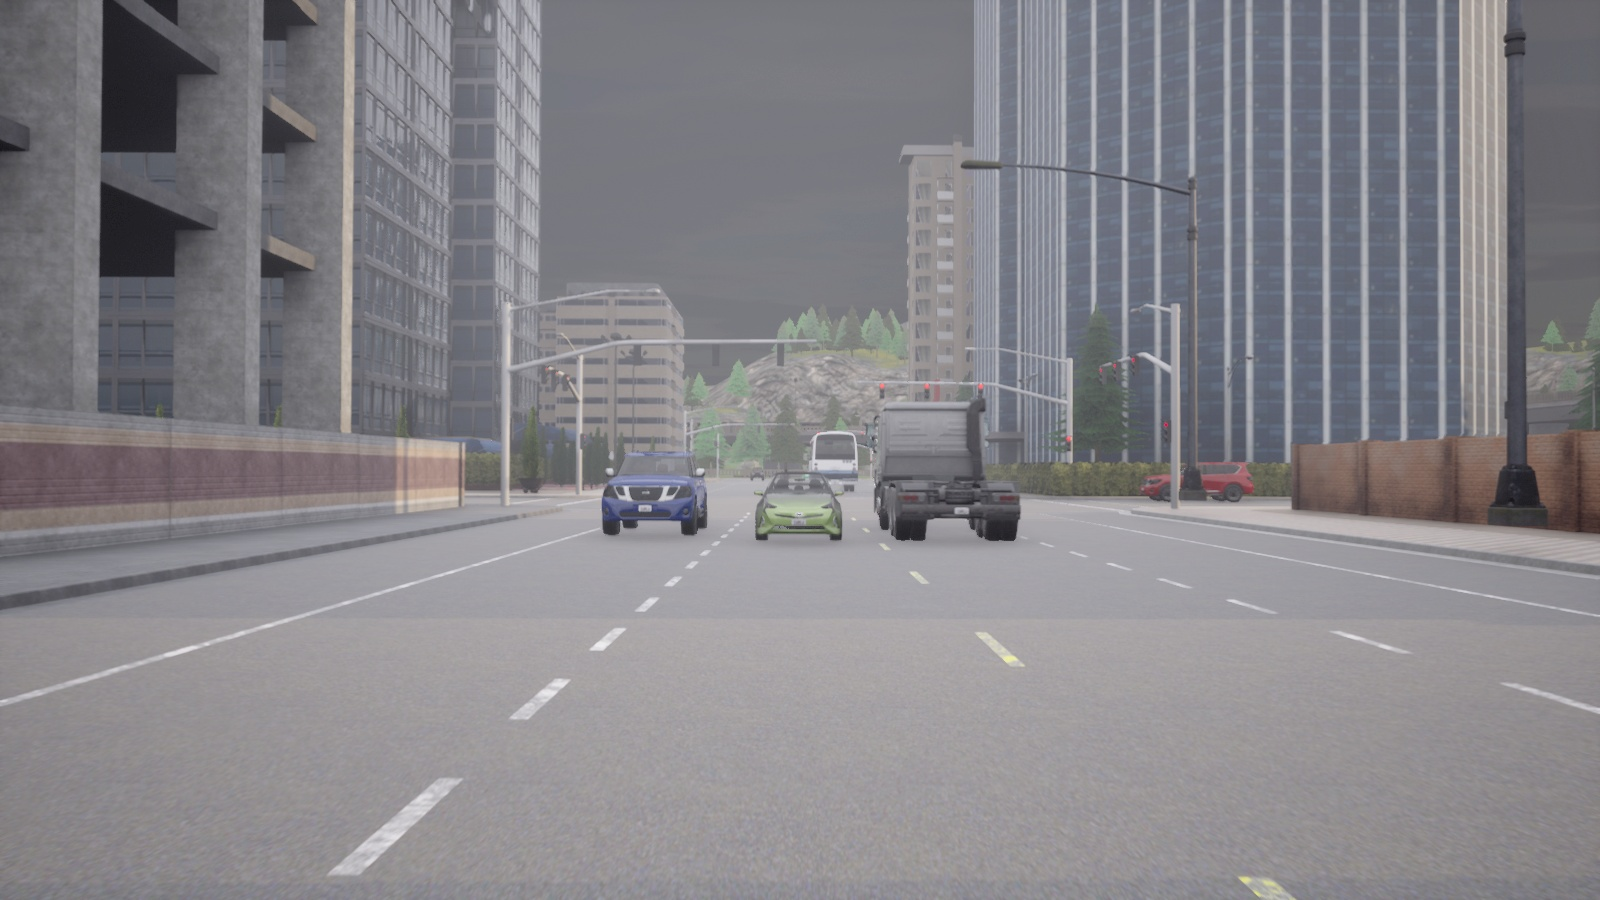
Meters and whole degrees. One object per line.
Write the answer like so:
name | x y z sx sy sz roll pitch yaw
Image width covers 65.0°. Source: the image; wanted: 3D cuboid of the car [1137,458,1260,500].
car | 20.330 1.490 64.286 5.566 2.045 2.150 -1 -1 -1

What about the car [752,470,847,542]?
car | -0.013 1.229 28.911 2.007 1.525 4.514 0 -1 0

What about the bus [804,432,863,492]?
bus | 2.396 0.950 93.947 3.944 4.253 10.273 0 -1 -1

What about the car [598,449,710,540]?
car | -3.515 1.054 31.325 2.150 2.045 5.566 0 -1 0

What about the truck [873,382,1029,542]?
truck | 3.482 0.322 31.084 2.891 3.462 7.936 0 -1 0
